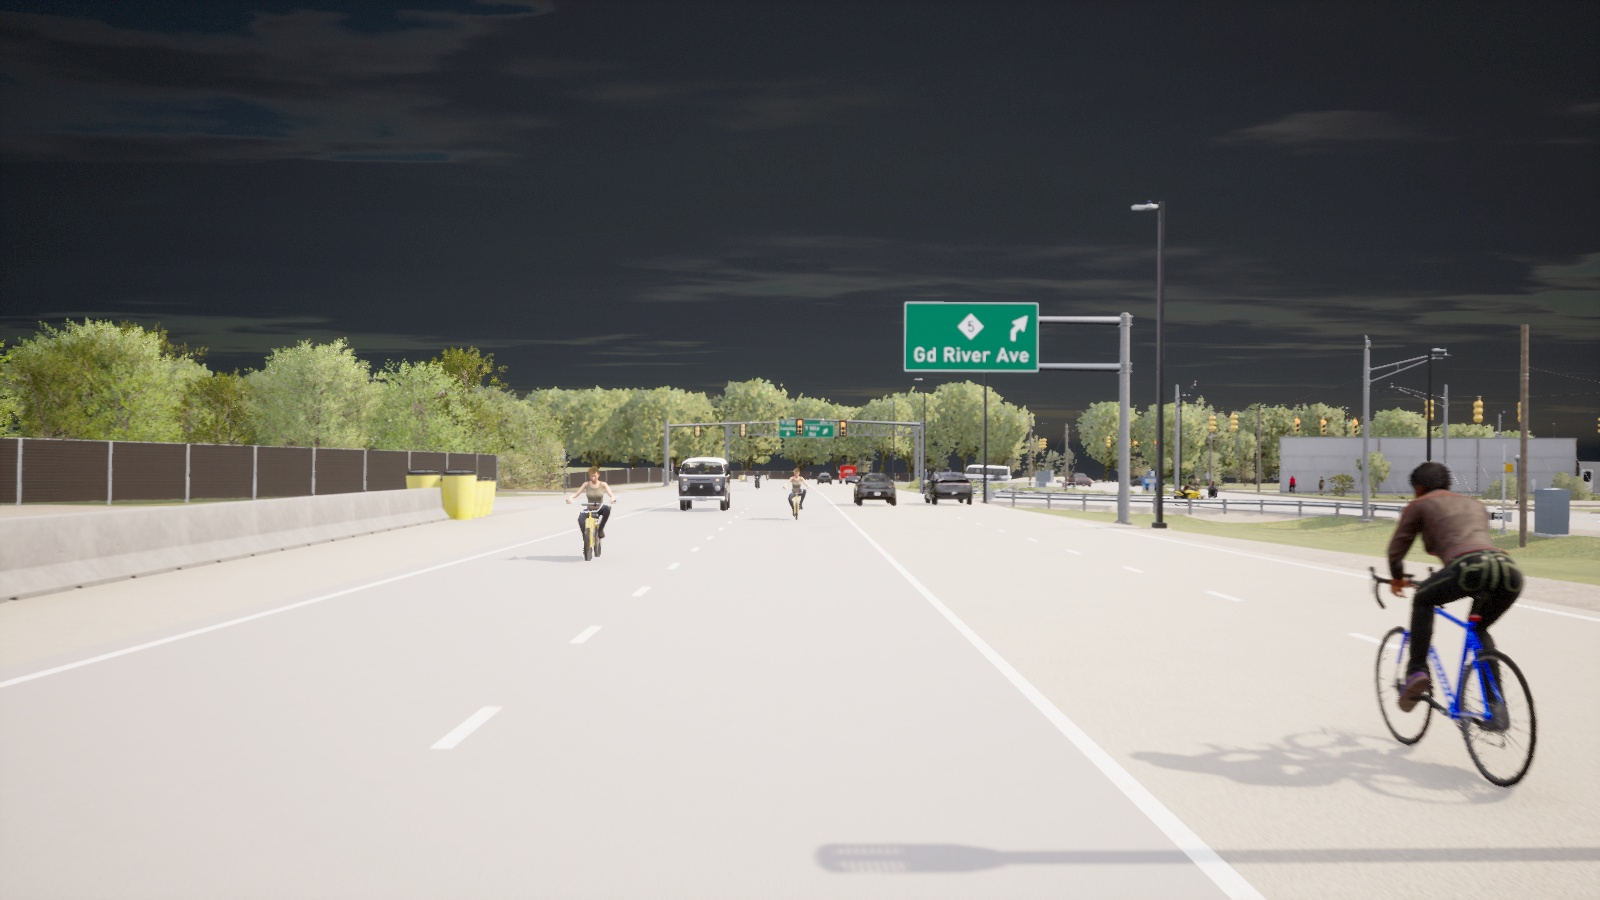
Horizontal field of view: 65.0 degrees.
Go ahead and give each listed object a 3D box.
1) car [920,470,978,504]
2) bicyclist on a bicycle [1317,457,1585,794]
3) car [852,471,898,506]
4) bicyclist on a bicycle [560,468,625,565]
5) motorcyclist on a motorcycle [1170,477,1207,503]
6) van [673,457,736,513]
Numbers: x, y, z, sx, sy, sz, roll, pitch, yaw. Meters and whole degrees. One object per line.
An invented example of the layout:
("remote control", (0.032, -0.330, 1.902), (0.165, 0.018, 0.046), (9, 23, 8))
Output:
("car", (6.865, 1.669, 58.377), (2.128, 1.511, 4.902), (0, -1, 0))
("bicyclist on a bicycle", (3.484, 0.863, 6.894), (0.582, 1.620, 1.656), (0, -1, 0))
("car", (3.368, 1.714, 56.746), (1.816, 1.474, 4.193), (0, -1, 0))
("bicyclist on a bicycle", (-3.550, 1.114, 21.580), (0.866, 1.612, 1.509), (0, -1, 0))
("motorcyclist on a motorcycle", (24.207, 2.506, 78.277), (2.044, 1.523, 0.797), (-2, 0, -3))
("van", (-3.613, 1.317, 48.111), (2.069, 2.038, 4.480), (0, -1, 0))
